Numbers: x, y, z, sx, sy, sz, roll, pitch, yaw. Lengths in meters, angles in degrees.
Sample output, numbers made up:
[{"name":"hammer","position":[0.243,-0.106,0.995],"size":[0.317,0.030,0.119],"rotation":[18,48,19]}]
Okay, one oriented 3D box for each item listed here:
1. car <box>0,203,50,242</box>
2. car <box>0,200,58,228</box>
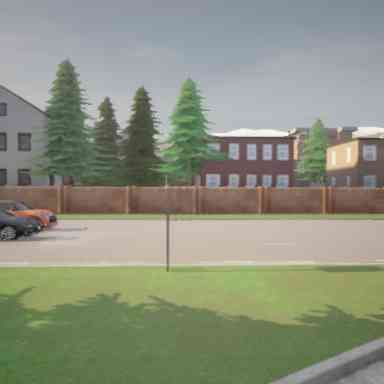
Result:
[{"name":"car","position":[-9.459,1.427,15.250],"size":[4.892,1.490,1.837],"rotation":[0,0,-2]},{"name":"car","position":[-10.040,1.258,18.724],"size":[4.553,1.767,2.097],"rotation":[0,0,-2]}]
